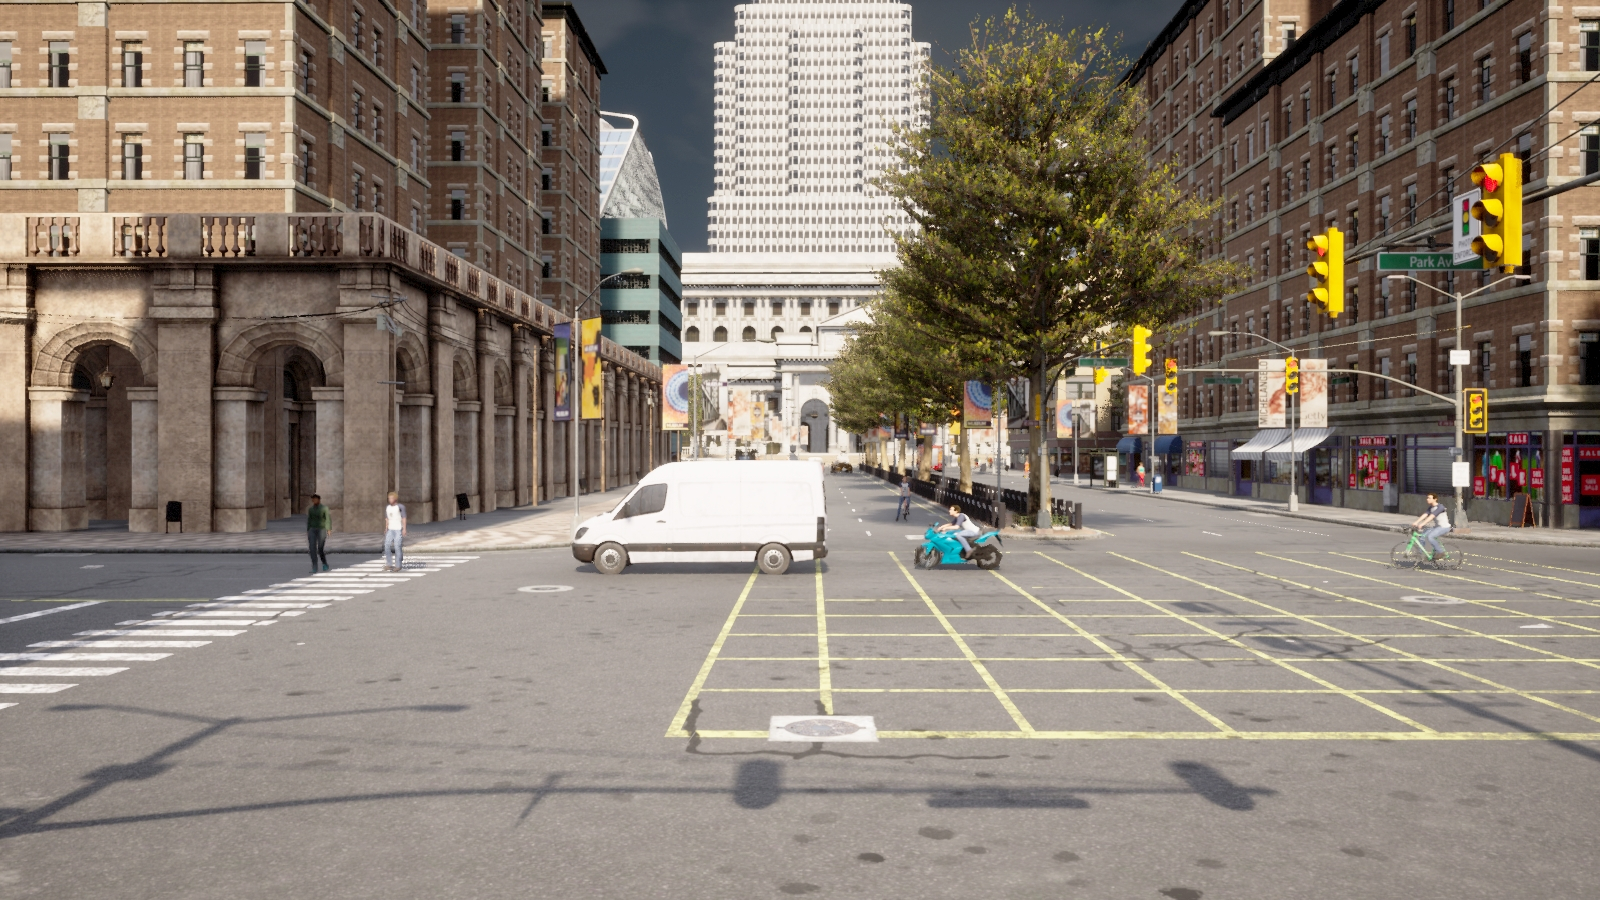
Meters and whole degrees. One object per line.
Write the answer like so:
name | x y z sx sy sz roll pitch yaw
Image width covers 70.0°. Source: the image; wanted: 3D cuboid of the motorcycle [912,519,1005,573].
motorcycle | 3.667 2.215 26.507 2.033 1.145 0.803 1 0 0

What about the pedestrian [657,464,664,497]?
pedestrian | -7.853 1.696 64.292 0.375 1.860 0.375 0 0 2

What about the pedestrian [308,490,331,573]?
pedestrian | -10.945 1.848 26.024 0.375 1.860 0.375 0 0 1

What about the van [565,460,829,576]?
van | -2.307 1.535 26.559 5.915 2.561 1.988 0 0 0

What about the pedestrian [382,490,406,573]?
pedestrian | -9.259 1.849 26.076 0.375 1.860 0.375 0 0 16
